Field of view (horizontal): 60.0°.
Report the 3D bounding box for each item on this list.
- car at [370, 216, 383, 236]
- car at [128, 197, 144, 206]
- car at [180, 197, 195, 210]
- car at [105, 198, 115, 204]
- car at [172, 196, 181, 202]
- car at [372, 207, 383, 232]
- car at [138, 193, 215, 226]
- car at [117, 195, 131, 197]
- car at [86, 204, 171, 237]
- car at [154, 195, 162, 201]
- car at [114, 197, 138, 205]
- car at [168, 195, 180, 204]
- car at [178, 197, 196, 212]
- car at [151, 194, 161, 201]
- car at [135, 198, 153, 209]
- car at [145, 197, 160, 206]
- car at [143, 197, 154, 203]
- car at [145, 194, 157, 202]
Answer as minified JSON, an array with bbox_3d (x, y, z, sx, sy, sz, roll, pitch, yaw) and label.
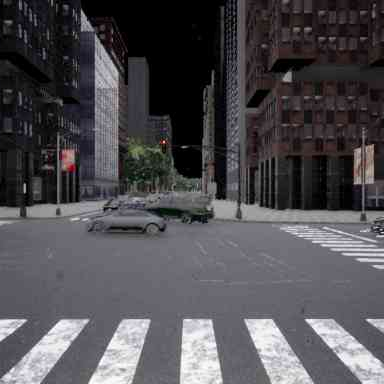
[{"bbox_3d":[12.150,1.702,17.704,4.892,1.490,1.837,1,0,0],"label":"car"},{"bbox_3d":[-9.206,1.568,55.079,1.752,1.417,4.829,0,0,0],"label":"car"},{"bbox_3d":[-0.618,1.459,44.444,1.967,1.590,4.097,0,0,0],"label":"car"},{"bbox_3d":[-9.111,1.572,38.971,1.947,1.339,4.313,0,0,0],"label":"car"},{"bbox_3d":[-3.562,1.580,75.595,1.812,1.442,4.674,0,0,0],"label":"car"},{"bbox_3d":[14.156,1.748,20.960,4.674,1.442,1.812,1,0,0],"label":"car"},{"bbox_3d":[-0.968,1.215,24.082,5.566,2.045,2.150,1,2,37],"label":"car"},{"bbox_3d":[-9.144,1.333,44.397,2.192,1.841,5.009,0,0,0],"label":"car"},{"bbox_3d":[-3.396,1.539,17.620,4.181,1.385,1.994,1,0,0],"label":"car"},{"bbox_3d":[-9.432,1.692,93.230,1.887,1.381,4.507,0,0,0],"label":"car"},{"bbox_3d":[-6.434,1.546,35.450,2.033,1.411,5.357,0,0,-1],"label":"car"},{"bbox_3d":[-3.503,1.420,65.557,2.097,1.767,4.553,0,0,0],"label":"car"},{"bbox_3d":[-0.586,1.447,39.019,1.967,1.590,4.097,0,0,0],"label":"car"},{"bbox_3d":[-9.401,1.445,87.805,2.192,1.841,5.009,0,0,0],"label":"car"},{"bbox_3d":[-6.490,1.585,45.404,1.994,1.385,4.181,0,0,-1],"label":"car"},{"bbox_3d":[-6.530,1.549,55.597,1.837,1.490,4.892,0,0,0],"label":"car"},{"bbox_3d":[-9.304,1.666,71.527,1.802,1.307,4.206,0,0,0],"label":"car"},{"bbox_3d":[-9.337,1.414,76.953,2.192,1.841,5.009,0,0,0],"label":"car"}]
